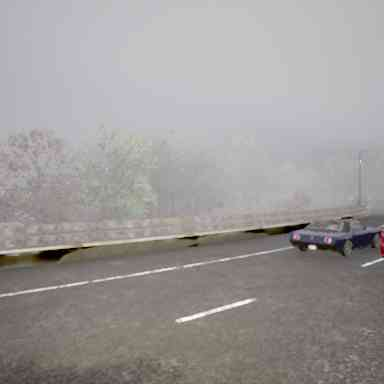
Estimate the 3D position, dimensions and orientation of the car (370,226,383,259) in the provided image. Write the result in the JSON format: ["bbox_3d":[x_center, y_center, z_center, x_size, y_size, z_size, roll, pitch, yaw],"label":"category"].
[{"bbox_3d":[7.884,1.338,10.471,5.566,2.045,2.150,0,0,-42],"label":"car"}]

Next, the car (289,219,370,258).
[{"bbox_3d":[6.000,1.729,13.490,4.718,1.301,1.895,1,-1,-42],"label":"car"}]
